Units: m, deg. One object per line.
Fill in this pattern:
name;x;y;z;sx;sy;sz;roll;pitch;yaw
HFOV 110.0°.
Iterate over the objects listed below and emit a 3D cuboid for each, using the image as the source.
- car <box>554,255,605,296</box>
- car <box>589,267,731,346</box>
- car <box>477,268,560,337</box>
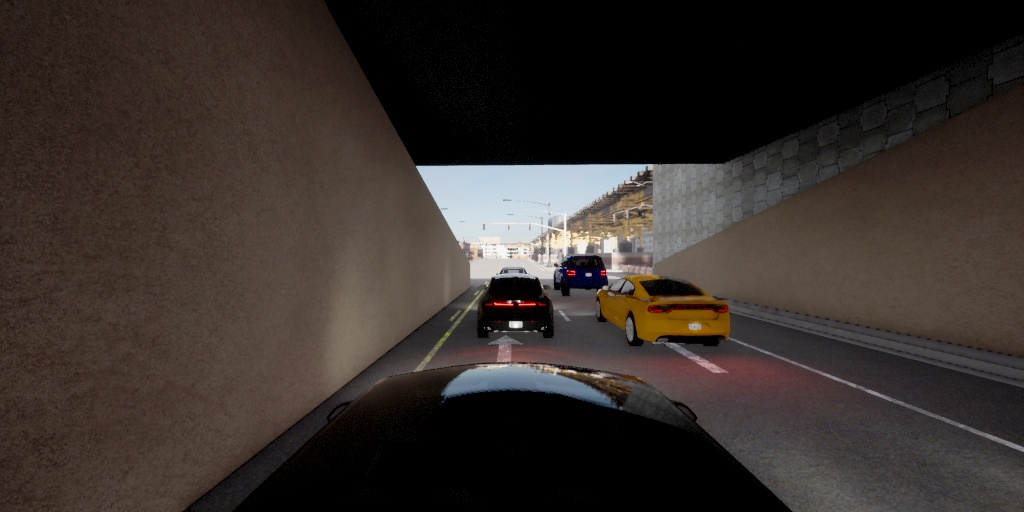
car;3.578;0.971;19.448;2.150;2.045;5.566;0;0;0
car;3.578;1.228;9.478;1.882;1.535;5.008;0;0;0
car;0.081;1.255;10.279;1.837;1.490;4.892;0;0;0
